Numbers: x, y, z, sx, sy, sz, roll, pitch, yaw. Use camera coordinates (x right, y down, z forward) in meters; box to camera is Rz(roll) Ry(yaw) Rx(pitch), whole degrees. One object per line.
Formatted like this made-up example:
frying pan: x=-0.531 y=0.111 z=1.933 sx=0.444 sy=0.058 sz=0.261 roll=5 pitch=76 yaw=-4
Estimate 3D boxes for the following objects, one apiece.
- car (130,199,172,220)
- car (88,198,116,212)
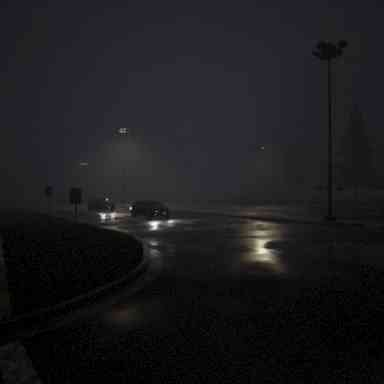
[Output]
car: x=-3.510 y=1.412 z=27.746 sx=1.837 sy=1.490 sz=4.892 roll=0 pitch=0 yaw=-35
car: x=-10.175 y=1.397 z=37.383 sx=2.128 sy=1.511 sz=4.902 roll=0 pitch=0 yaw=-34
